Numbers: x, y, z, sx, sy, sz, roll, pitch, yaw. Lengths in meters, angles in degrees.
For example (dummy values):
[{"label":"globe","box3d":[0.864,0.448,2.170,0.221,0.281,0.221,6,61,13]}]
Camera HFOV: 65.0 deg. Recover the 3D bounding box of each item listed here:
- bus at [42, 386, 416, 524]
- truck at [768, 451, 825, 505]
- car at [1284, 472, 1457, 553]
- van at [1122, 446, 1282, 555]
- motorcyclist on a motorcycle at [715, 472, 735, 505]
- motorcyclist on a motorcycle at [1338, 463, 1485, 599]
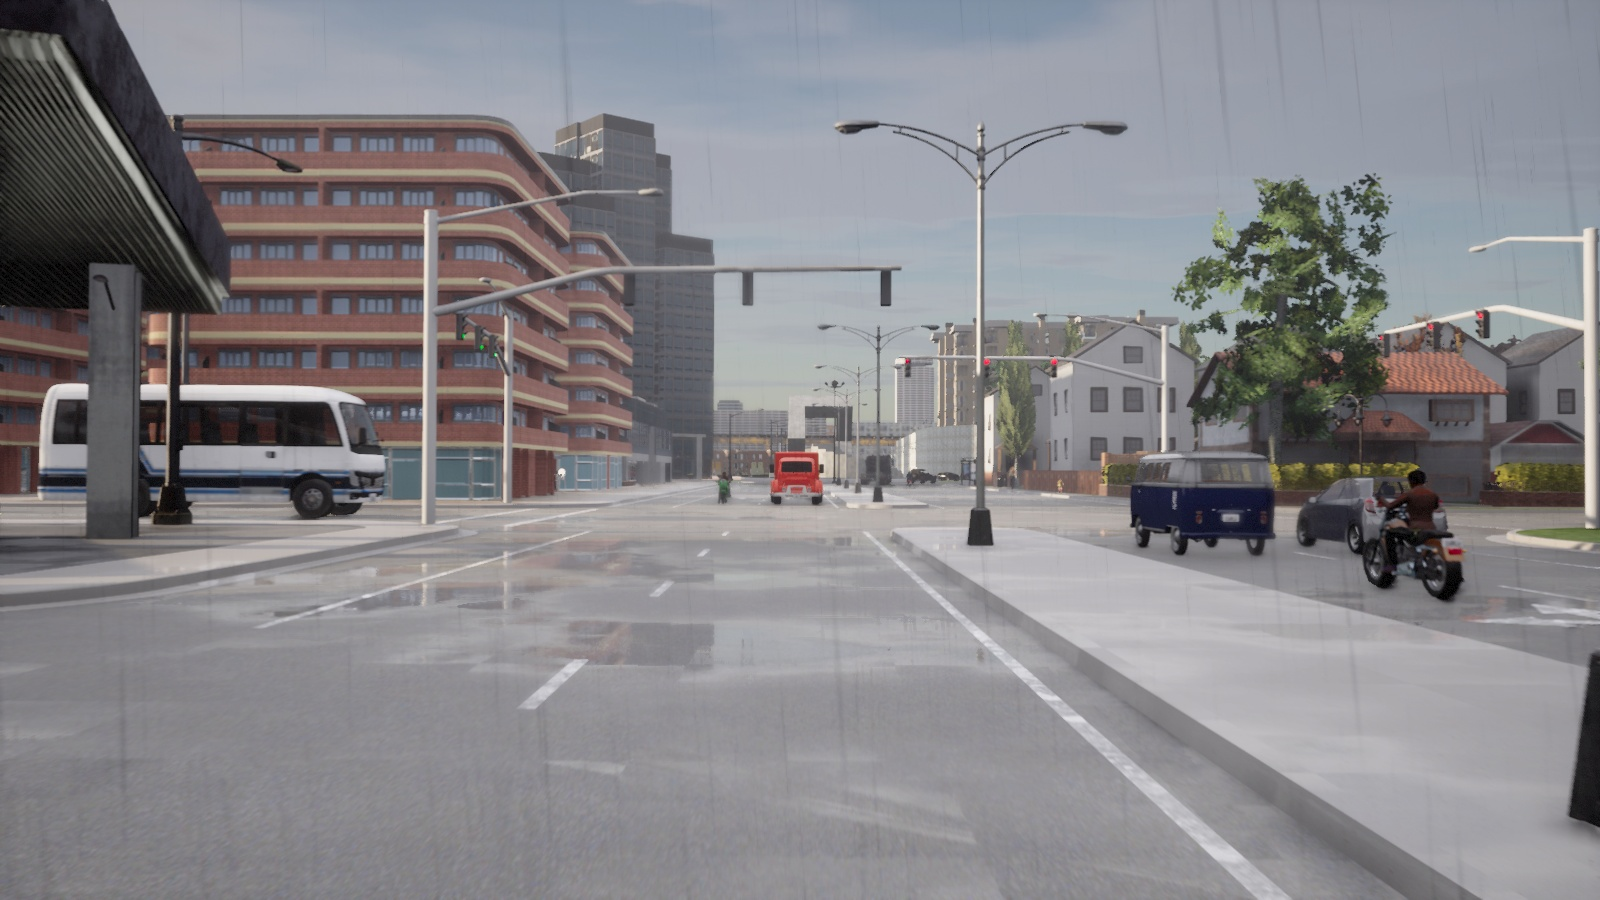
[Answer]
[{"label":"bus","box3d":[-18.206,0.193,40.734,10.273,4.253,3.944,0,-1,-1]},{"label":"truck","box3d":[-0.149,1.342,60.557,2.627,2.467,5.204,0,-1,0]},{"label":"car","box3d":[11.438,1.209,25.465,1.845,1.501,3.633,0,-1,0]},{"label":"van","box3d":[7.938,0.958,25.240,1.775,1.987,4.442,0,-1,0]},{"label":"motorcyclist on a motorcycle","box3d":[-3.550,1.808,59.528,0.797,1.523,2.044,0,-1,2]},{"label":"motorcyclist on a motorcycle","box3d":[7.960,1.010,16.490,0.766,1.649,2.350,0,-1,0]}]
